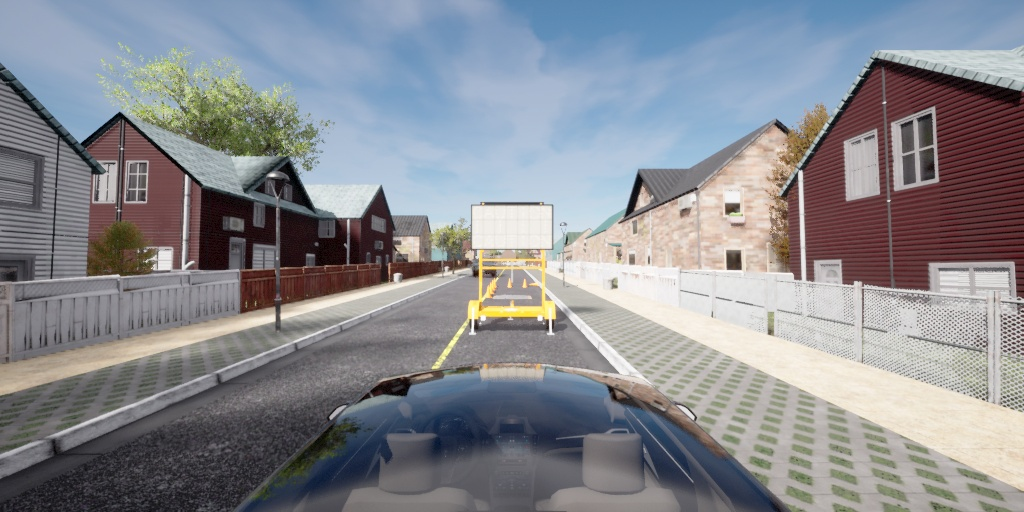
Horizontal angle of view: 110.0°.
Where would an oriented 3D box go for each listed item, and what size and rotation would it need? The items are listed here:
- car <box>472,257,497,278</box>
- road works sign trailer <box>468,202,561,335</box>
[{"bbox_3d":[-2.719,1.092,36.085,2.150,2.045,5.566,0,0,0],"label":"car"},{"bbox_3d":[0.005,0.227,10.558,2.380,3.560,2.880,0,0,1],"label":"road works sign trailer"}]
